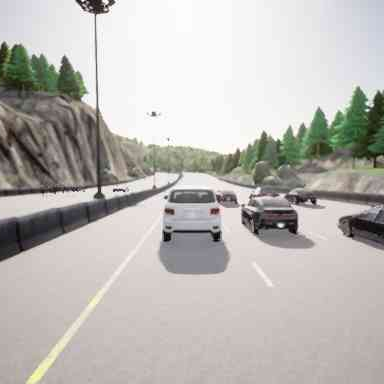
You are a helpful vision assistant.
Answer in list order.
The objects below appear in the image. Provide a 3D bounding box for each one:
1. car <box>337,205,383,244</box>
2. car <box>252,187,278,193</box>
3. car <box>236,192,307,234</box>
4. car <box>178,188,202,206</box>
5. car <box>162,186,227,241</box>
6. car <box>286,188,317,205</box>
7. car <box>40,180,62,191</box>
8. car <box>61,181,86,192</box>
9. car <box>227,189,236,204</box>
[{"bbox_3d":[7.001,1.152,11.456,2.033,1.411,5.357,0,2,-1],"label":"car"},{"bbox_3d":[6.826,0.282,31.441,2.097,1.767,4.553,0,2,0],"label":"car"},{"bbox_3d":[3.466,0.975,15.479,1.837,1.490,4.892,0,2,-1],"label":"car"},{"bbox_3d":[-0.176,0.419,31.610,2.128,1.511,4.902,0,2,0],"label":"car"},{"bbox_3d":[-0.033,0.743,14.007,2.150,2.045,5.566,0,2,-1],"label":"car"},{"bbox_3d":[10.323,0.421,31.790,1.837,1.490,4.892,0,2,0],"label":"car"},{"bbox_3d":[-21.451,-0.853,51.446,2.150,2.045,5.566,0,2,-1],"label":"car"},{"bbox_3d":[-17.951,-0.604,51.515,1.882,1.535,5.008,0,2,-1],"label":"car"},{"bbox_3d":[3.315,0.415,32.684,1.812,1.442,4.674,0,2,-1],"label":"car"}]
